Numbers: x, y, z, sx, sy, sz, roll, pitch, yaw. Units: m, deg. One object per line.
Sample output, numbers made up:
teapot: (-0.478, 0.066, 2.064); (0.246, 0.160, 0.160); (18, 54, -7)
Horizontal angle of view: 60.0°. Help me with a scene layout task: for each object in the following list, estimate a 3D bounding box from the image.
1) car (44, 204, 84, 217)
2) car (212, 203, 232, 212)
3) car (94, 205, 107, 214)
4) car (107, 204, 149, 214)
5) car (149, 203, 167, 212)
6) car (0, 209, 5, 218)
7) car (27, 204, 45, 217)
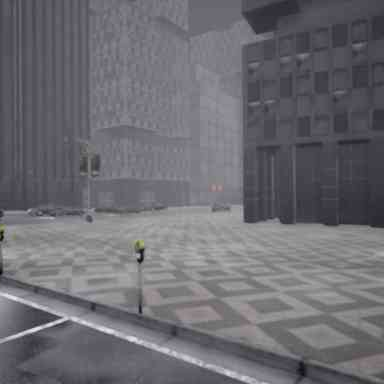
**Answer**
car: (-15.358, 2.345, 40.839); (1.994, 1.385, 4.181); (-1, -1, 35)
car: (5.256, 2.714, 58.089); (1.837, 1.490, 4.892); (-1, -1, 36)
car: (-12.478, 2.594, 50.410); (1.895, 1.301, 4.718); (-1, -2, 36)
car: (-9.394, 2.522, 49.135); (2.033, 1.411, 5.357); (-1, -1, 36)
car: (-6.466, 2.666, 58.718); (1.882, 1.535, 5.008); (-1, -2, 36)
car: (-21.151, 2.100, 32.742); (1.837, 1.490, 4.892); (-1, -2, 36)
car: (-18.344, 2.294, 42.234); (2.128, 1.511, 4.902); (-1, -2, 36)
